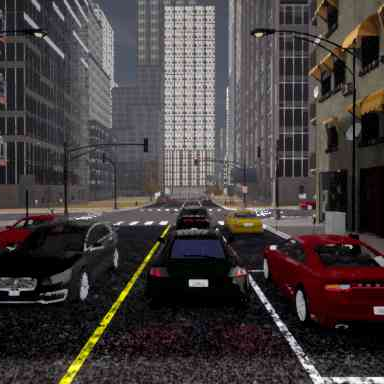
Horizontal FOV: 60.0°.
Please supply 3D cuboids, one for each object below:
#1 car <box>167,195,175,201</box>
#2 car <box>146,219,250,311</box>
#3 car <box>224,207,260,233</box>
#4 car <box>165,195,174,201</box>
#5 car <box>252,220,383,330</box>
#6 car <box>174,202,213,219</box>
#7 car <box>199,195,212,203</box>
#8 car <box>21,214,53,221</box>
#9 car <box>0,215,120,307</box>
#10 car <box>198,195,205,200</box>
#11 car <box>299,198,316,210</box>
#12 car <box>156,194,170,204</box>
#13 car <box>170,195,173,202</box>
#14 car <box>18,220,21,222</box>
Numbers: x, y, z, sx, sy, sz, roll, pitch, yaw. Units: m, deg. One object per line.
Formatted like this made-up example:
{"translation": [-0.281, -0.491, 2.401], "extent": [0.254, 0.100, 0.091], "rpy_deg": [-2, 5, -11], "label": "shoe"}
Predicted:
{"translation": [-5.646, 1.543, 89.316], "extent": [1.887, 1.381, 4.507], "rpy_deg": [-1, 0, 0], "label": "car"}
{"translation": [0.107, 1.563, 7.823], "extent": [1.994, 1.385, 4.181], "rpy_deg": [0, 0, 0], "label": "car"}
{"translation": [2.692, 1.523, 18.156], "extent": [1.752, 1.417, 4.829], "rpy_deg": [-1, 0, 0], "label": "car"}
{"translation": [-5.650, 1.523, 83.587], "extent": [1.752, 1.417, 4.829], "rpy_deg": [-1, 0, 0], "label": "car"}
{"translation": [2.686, 1.544, 6.940], "extent": [1.887, 1.381, 4.507], "rpy_deg": [-1, 0, 0], "label": "car"}
{"translation": [0.087, 1.502, 17.807], "extent": [1.837, 1.490, 4.892], "rpy_deg": [0, 0, -1], "label": "car"}
{"translation": [2.716, 1.437, 61.513], "extent": [1.967, 1.590, 4.097], "rpy_deg": [-1, 0, 0], "label": "car"}
{"translation": [-5.692, 1.543, 12.482], "extent": [1.887, 1.381, 4.507], "rpy_deg": [-1, 0, 0], "label": "car"}
{"translation": [-3.080, 1.503, 8.205], "extent": [1.837, 1.490, 4.892], "rpy_deg": [0, 0, 0], "label": "car"}
{"translation": [2.738, 1.581, 94.870], "extent": [1.802, 1.307, 4.206], "rpy_deg": [-1, 0, 0], "label": "car"}
{"translation": [14.273, 1.255, 37.104], "extent": [4.507, 1.381, 1.887], "rpy_deg": [-1, 1, 0], "label": "car"}
{"translation": [-5.662, 1.541, 61.519], "extent": [1.887, 1.381, 4.507], "rpy_deg": [-1, 0, 0], "label": "car"}
{"translation": [-5.661, 1.312, 67.079], "extent": [2.192, 1.841, 5.009], "rpy_deg": [-1, 0, 0], "label": "car"}
{"translation": [-5.696, 1.439, 6.958], "extent": [1.967, 1.590, 4.097], "rpy_deg": [-1, 0, 0], "label": "car"}
